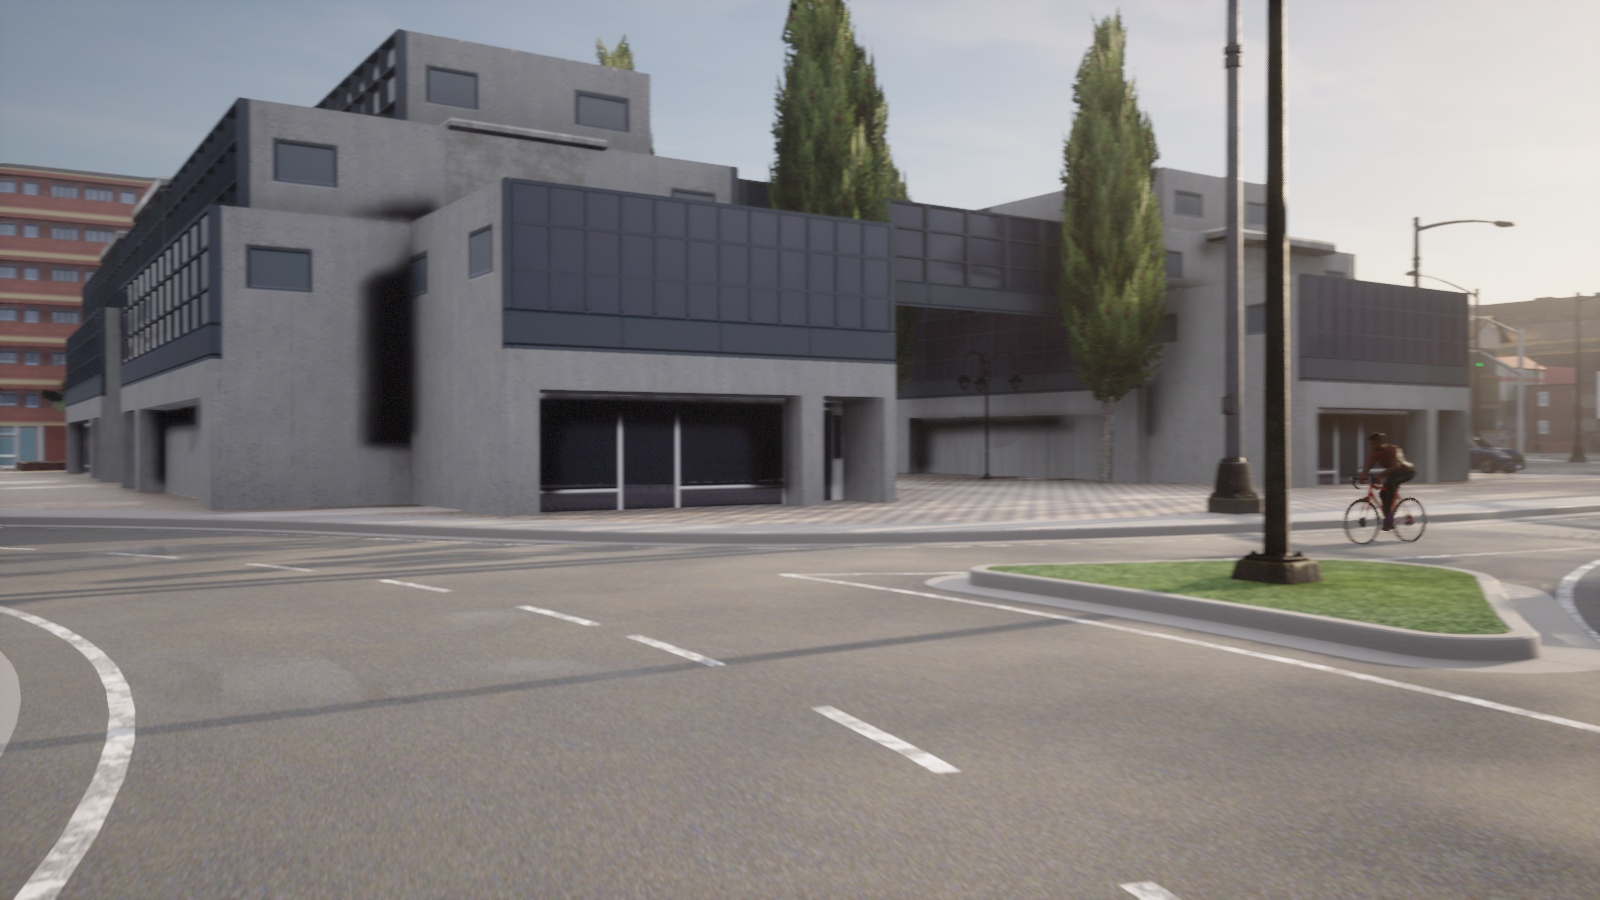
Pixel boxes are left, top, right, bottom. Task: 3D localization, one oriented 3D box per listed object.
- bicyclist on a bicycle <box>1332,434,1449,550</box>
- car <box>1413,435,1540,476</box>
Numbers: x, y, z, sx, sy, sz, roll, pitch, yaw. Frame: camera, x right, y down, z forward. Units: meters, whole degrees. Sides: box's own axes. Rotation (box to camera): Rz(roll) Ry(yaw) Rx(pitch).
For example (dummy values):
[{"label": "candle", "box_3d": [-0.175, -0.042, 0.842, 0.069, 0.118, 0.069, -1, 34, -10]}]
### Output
[{"label": "bicyclist on a bicycle", "box_3d": [8.524, 0.585, 18.117, 1.656, 1.620, 0.582, -1, 0, -24]}, {"label": "car", "box_3d": [30.244, 0.197, 56.249, 2.097, 1.767, 4.553, 0, 1, -34]}]
